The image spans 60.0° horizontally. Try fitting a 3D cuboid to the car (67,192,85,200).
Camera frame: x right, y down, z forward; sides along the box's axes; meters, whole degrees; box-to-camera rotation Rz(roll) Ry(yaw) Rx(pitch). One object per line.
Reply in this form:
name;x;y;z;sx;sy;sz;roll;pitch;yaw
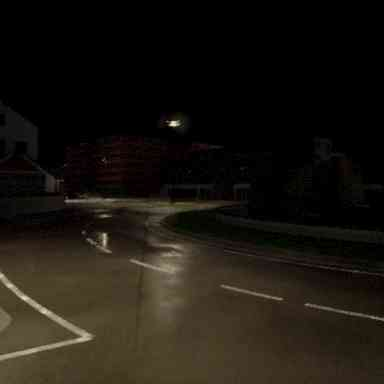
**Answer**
car;-22.319;0.747;63.916;2.128;1.511;4.902;0;1;-41
